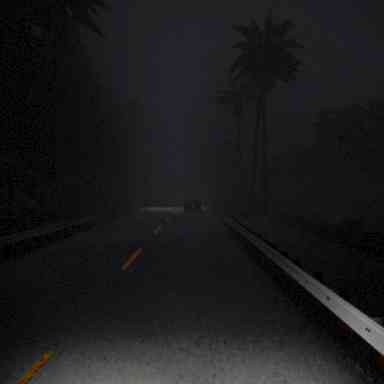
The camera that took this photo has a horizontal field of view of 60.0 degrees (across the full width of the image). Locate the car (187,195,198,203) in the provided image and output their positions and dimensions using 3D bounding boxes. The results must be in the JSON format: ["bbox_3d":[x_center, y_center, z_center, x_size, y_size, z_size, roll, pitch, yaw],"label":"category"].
[{"bbox_3d":[0.081,1.334,64.365,2.128,1.511,4.902,0,0,0],"label":"car"}]

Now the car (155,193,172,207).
[{"bbox_3d":[-4.056,1.101,48.421,2.150,2.045,5.566,0,0,1],"label":"car"}]

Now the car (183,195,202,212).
[{"bbox_3d":[0.087,1.401,37.266,2.128,1.511,4.902,0,0,0],"label":"car"}]
